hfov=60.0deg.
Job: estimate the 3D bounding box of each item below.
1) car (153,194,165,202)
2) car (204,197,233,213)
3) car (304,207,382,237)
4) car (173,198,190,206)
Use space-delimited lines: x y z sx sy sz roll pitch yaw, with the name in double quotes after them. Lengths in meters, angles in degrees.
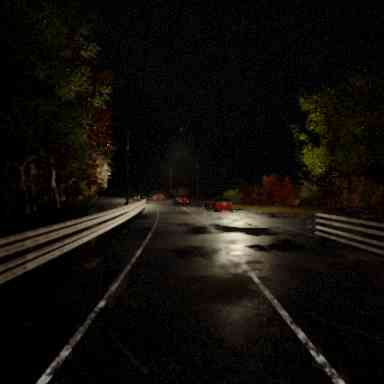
-7.567 1.236 75.896 2.097 1.767 4.553 0 0 -15 "car"
2.936 1.356 37.840 2.097 1.767 4.553 1 0 -15 "car"
8.225 1.609 18.621 1.837 1.490 4.892 1 1 -15 "car"
-1.869 1.567 55.218 1.895 1.301 4.718 0 0 -15 "car"
